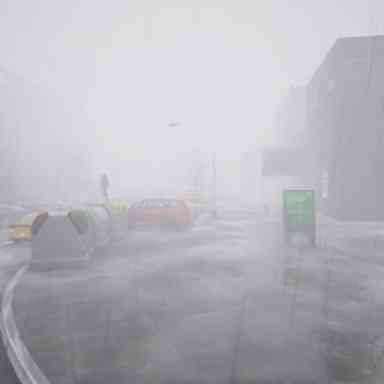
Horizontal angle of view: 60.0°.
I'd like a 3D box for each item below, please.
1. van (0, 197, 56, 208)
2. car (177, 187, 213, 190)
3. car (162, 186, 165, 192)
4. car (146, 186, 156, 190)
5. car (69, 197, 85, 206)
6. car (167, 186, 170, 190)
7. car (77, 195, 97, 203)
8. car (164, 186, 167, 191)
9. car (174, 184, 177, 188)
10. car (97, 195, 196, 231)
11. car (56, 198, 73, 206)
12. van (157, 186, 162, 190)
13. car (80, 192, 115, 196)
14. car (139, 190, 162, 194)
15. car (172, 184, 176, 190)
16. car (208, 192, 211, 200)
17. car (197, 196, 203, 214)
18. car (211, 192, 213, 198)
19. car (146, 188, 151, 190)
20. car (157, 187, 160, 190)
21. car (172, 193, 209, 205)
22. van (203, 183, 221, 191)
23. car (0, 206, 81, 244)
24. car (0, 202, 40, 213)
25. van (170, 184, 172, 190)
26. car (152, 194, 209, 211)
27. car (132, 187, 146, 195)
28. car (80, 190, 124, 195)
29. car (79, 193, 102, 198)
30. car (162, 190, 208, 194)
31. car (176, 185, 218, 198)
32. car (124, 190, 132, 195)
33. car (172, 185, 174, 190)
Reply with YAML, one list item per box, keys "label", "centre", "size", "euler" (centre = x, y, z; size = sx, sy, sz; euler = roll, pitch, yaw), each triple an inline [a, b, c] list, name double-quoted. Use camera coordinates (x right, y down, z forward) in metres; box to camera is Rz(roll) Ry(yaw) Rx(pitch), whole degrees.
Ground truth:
- label: "van"
  centre: [-14.305, 1.460, 28.023]
  size: [4.442, 1.987, 1.878]
  euler: [-1, 2, 6]
- label: "car"
  centre: [0.474, 0.560, 50.575]
  size: [4.553, 1.767, 2.185]
  euler: [-1, 2, 6]
- label: "car"
  centre: [-9.144, -0.012, 75.209]
  size: [4.674, 1.452, 2.002]
  euler: [-1, 2, 6]
- label: "car"
  centre: [-10.418, 0.108, 64.103]
  size: [5.566, 2.045, 2.435]
  euler: [-1, 2, 6]
- label: "car"
  centre: [-13.799, 1.528, 33.591]
  size: [4.674, 1.452, 2.002]
  euler: [-1, 2, 6]
- label: "car"
  centre: [-8.535, -0.253, 80.632]
  size: [5.008, 1.535, 2.097]
  euler: [-1, 2, 6]
- label: "car"
  centre: [-13.495, 1.390, 36.240]
  size: [4.892, 1.521, 2.231]
  euler: [-1, 2, 6]
- label: "car"
  centre: [-8.869, -0.280, 77.980]
  size: [4.553, 1.767, 2.185]
  euler: [-1, 2, 6]
- label: "car"
  centre: [-7.256, -0.794, 91.845]
  size: [4.553, 1.767, 2.185]
  euler: [-1, 2, 6]
- label: "car"
  centre: [-2.790, 1.440, 21.362]
  size: [5.566, 2.045, 2.435]
  euler: [-1, 1, 6]
- label: "car"
  centre: [-14.114, 1.591, 30.819]
  size: [4.892, 1.521, 2.231]
  euler: [-1, 2, 6]
- label: "van"
  centre: [-9.576, -0.174, 72.438]
  size: [4.442, 1.987, 1.878]
  euler: [-1, 2, 6]
- label: "car"
  centre: [-12.862, 1.179, 41.912]
  size: [5.008, 1.535, 2.097]
  euler: [-1, 2, 6]
- label: "car"
  centre: [-6.786, 0.757, 54.841]
  size: [1.895, 1.301, 4.718]
  euler: [-1, 2, 7]
- label: "car"
  centre: [-7.590, -0.564, 89.080]
  size: [4.892, 1.521, 2.231]
  euler: [-1, 2, 6]
- label: "car"
  centre: [-0.456, 1.043, 41.695]
  size: [4.792, 1.488, 2.163]
  euler: [-1, 2, 6]
- label: "car"
  centre: [-1.974, 1.444, 30.045]
  size: [5.366, 1.575, 1.946]
  euler: [-1, 2, 6]
- label: "car"
  centre: [0.178, 0.833, 47.659]
  size: [4.674, 1.452, 2.002]
  euler: [-1, 2, 6]
- label: "car"
  centre: [-10.726, 0.491, 61.340]
  size: [4.792, 1.488, 2.163]
  euler: [-1, 2, 6]
- label: "car"
  centre: [-9.795, 0.183, 69.661]
  size: [4.792, 1.488, 2.163]
  euler: [-1, 2, 6]
- label: "car"
  centre: [-0.162, 0.946, 44.618]
  size: [4.674, 1.452, 2.002]
  euler: [-1, 2, 6]
- label: "van"
  centre: [5.420, -1.130, 93.512]
  size: [4.442, 1.987, 1.878]
  euler: [-1, 2, 6]
- label: "car"
  centre: [-7.655, 1.782, 17.801]
  size: [1.882, 1.535, 5.008]
  euler: [-1, 0, 3]
- label: "car"
  centre: [-14.724, 1.764, 25.252]
  size: [4.892, 1.521, 2.231]
  euler: [-1, 1, 6]
- label: "van"
  centre: [-8.104, -0.587, 83.510]
  size: [4.442, 1.987, 1.878]
  euler: [-1, 2, 6]
- label: "car"
  centre: [-1.280, 1.333, 32.923]
  size: [5.366, 1.575, 1.946]
  euler: [-1, 2, 6]
- label: "car"
  centre: [-11.040, 0.439, 58.560]
  size: [4.553, 1.767, 2.185]
  euler: [-1, 2, 6]
- label: "car"
  centre: [-12.533, 0.826, 44.676]
  size: [5.566, 2.045, 2.435]
  euler: [-1, 2, 6]
- label: "car"
  centre: [-13.184, 1.283, 39.140]
  size: [4.892, 1.521, 2.231]
  euler: [-1, 2, 6]
- label: "car"
  centre: [-0.782, 0.996, 38.771]
  size: [4.553, 1.767, 2.185]
  euler: [-1, 2, 6]
- label: "car"
  centre: [0.843, 0.331, 53.357]
  size: [5.566, 2.045, 2.435]
  euler: [-1, 2, 6]
- label: "car"
  centre: [-11.984, 0.751, 50.112]
  size: [4.553, 1.767, 2.185]
  euler: [-1, 2, 6]
- label: "car"
  centre: [-7.912, -0.461, 86.306]
  size: [4.892, 1.521, 2.231]
  euler: [-1, 2, 6]
